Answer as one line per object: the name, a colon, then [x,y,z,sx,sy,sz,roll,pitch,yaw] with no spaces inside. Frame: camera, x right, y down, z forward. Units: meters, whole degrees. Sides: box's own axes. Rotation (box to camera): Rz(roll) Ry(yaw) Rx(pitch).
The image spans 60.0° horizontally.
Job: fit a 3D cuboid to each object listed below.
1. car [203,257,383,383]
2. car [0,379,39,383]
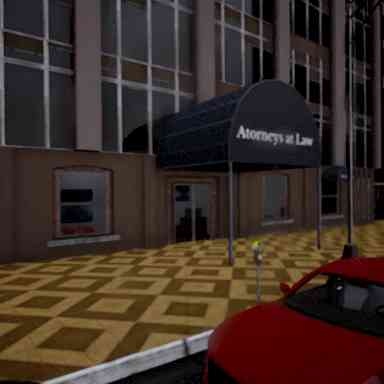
car: [2.184,1.542,4.001,4.507,1.381,1.887,0,-1,-35]
car: [-2.449,1.567,0.708,4.313,1.339,1.947,0,-1,-35]
